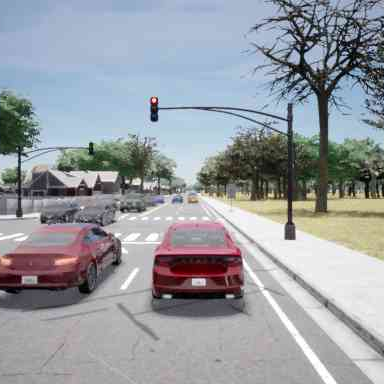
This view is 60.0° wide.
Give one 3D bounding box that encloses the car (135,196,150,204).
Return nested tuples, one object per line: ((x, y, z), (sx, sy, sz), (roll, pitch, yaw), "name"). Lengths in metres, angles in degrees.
((-9.633, 1.522, 64.892), (2.033, 1.411, 5.357), (0, 0, 1), "car")

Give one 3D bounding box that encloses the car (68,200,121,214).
((-6.546, 1.509, 22.885), (1.837, 1.490, 4.892), (0, 0, 0), "car")

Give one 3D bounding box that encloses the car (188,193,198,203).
((0.255, 1.452, 65.914), (1.882, 1.535, 5.008), (0, 0, 0), "car")

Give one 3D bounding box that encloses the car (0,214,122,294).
((-3.130, 1.525, 8.697), (1.812, 1.442, 4.674), (0, 0, 0), "car")

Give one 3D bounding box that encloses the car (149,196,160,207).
((-6.475, 1.492, 50.438), (1.837, 1.490, 4.892), (0, 0, 0), "car")

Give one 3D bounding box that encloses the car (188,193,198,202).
((0.182, 1.190, 76.315), (2.150, 2.045, 5.566), (0, 0, 0), "car")

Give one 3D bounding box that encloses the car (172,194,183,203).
((-2.990, 1.499, 66.321), (1.812, 1.442, 4.674), (0, 0, 0), "car")

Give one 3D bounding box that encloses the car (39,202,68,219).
((-9.790, 1.508, 25.225), (1.837, 1.490, 4.892), (0, 0, 0), "car")

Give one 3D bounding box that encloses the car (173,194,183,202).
((-3.068, 1.320, 76.287), (2.097, 1.767, 4.553), (0, 0, 0), "car")

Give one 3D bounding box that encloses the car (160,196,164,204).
((-6.394, 1.453, 63.953), (1.882, 1.535, 5.008), (0, 0, 0), "car")

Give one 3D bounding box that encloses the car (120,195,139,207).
((-9.720, 1.337, 52.089), (2.097, 1.767, 4.553), (0, 0, 0), "car")

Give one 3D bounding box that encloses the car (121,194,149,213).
((-6.513, 1.218, 37.225), (2.150, 2.045, 5.566), (0, 0, 0), "car")

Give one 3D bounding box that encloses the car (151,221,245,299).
((0.117, 1.477, 8.486), (1.882, 1.535, 5.008), (0, 0, 0), "car")
